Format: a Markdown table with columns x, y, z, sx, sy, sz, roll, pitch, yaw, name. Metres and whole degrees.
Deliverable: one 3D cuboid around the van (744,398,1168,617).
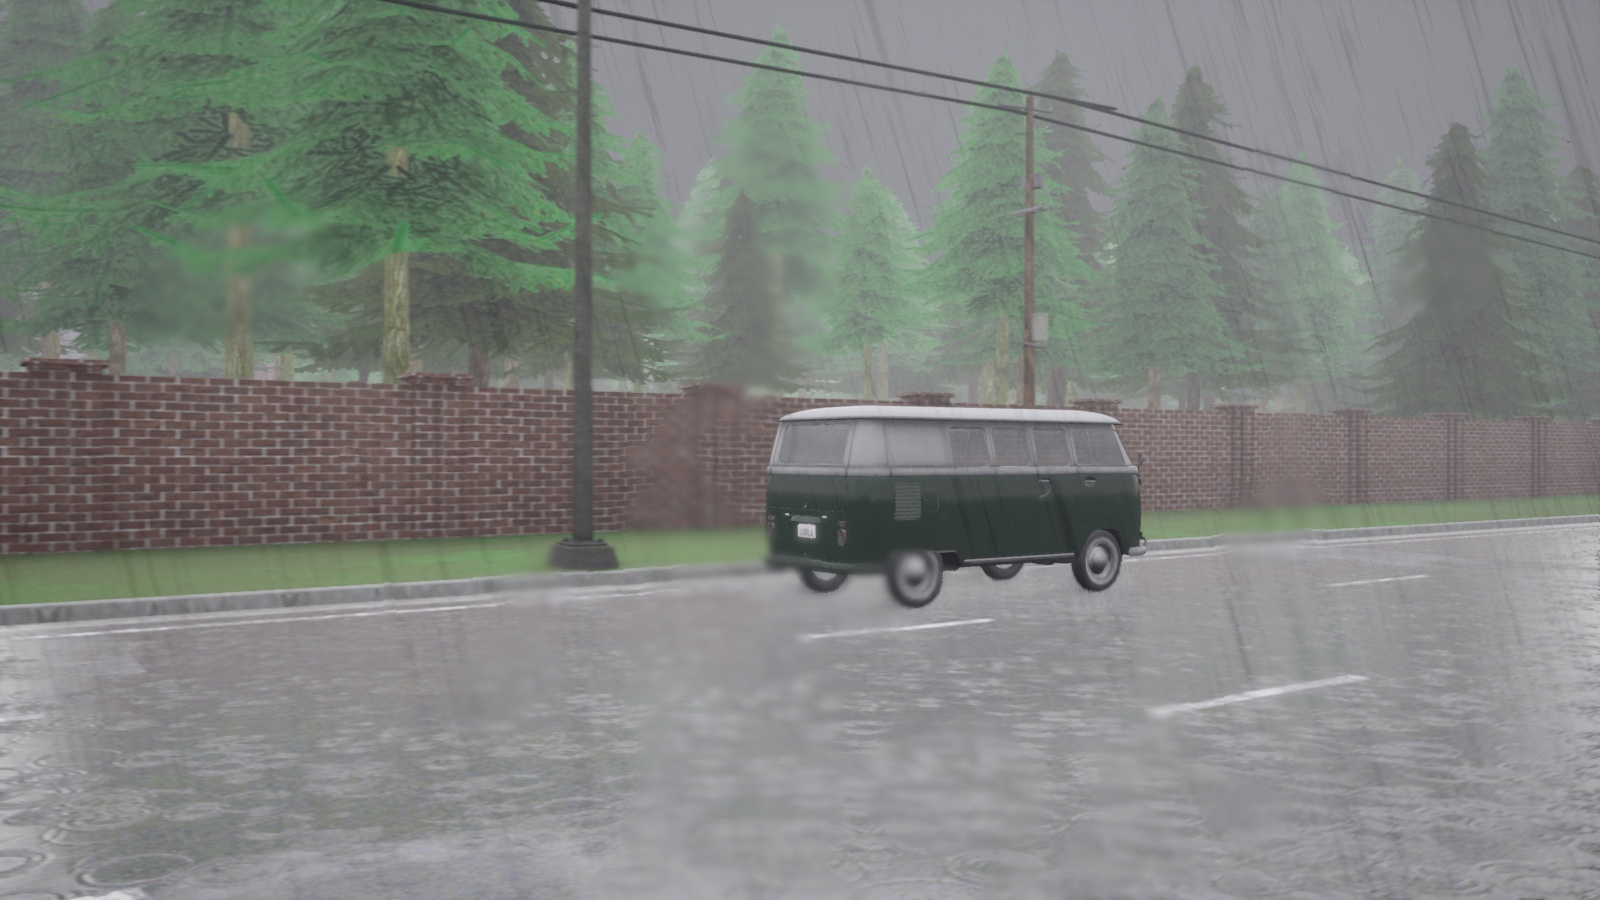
| x | y | z | sx | sy | sz | roll | pitch | yaw | name |
| --- | --- | --- | --- | --- | --- | --- | --- | --- | --- |
| 1.759 | 0.527 | 13.412 | 4.442 | 1.987 | 1.775 | 0 | 0 | -35 | van |
